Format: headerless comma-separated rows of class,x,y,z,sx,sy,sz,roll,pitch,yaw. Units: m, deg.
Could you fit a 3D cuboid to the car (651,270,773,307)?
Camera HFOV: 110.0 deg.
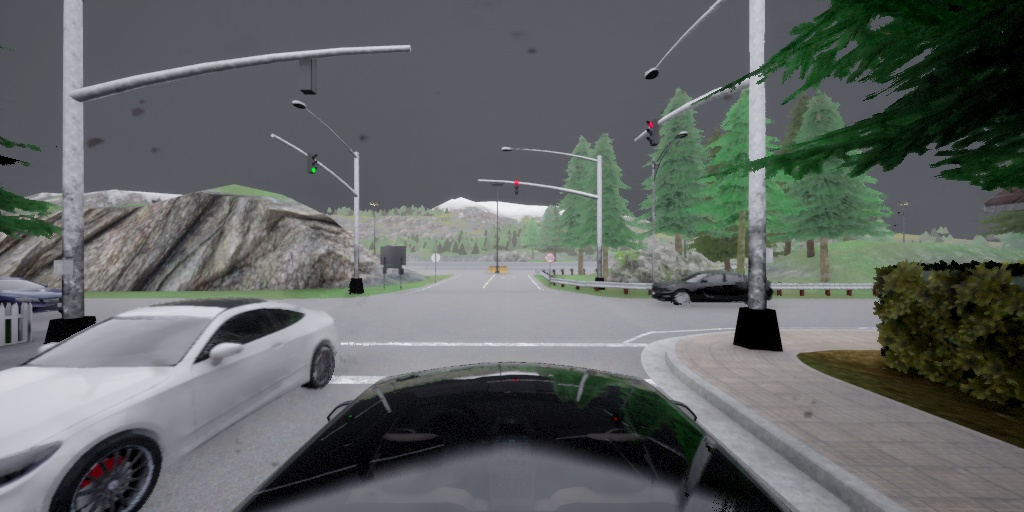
car,8.964,1.419,16.296,5.008,1.535,1.882,0,0,1

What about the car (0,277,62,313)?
car,-18.276,1.467,12.714,4.674,1.442,1.812,0,0,0

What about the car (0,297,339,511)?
car,-3.753,1.272,4.145,1.812,1.442,4.674,0,0,0
